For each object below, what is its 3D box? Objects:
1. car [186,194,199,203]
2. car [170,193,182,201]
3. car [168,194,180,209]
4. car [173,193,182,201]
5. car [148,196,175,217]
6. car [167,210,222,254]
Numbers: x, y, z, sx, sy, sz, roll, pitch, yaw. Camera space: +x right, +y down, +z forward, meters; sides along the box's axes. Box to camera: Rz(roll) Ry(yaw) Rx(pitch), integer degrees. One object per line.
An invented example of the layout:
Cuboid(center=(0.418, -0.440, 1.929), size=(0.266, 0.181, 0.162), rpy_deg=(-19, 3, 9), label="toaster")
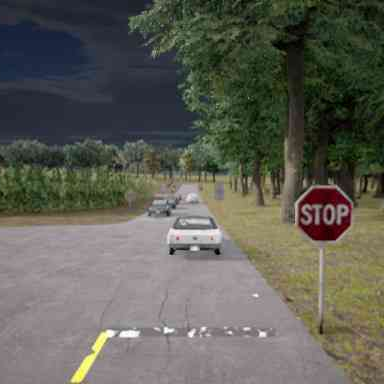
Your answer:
Cuboid(center=(0.077, 0.965, 52.332), size=(1.812, 1.442, 4.674), rpy_deg=(0, 1, 0), label="car")
Cuboid(center=(-2.820, 0.858, 58.946), size=(1.994, 1.385, 4.181), rpy_deg=(0, 1, 0), label="car")
Cuboid(center=(-2.860, 1.278, 39.355), size=(1.994, 1.385, 4.181), rpy_deg=(0, 1, 0), label="car")
Cuboid(center=(-2.858, 1.116, 48.927), size=(1.895, 1.301, 4.718), rpy_deg=(0, 1, 0), label="car")
Cuboid(center=(-2.862, 1.383, 30.287), size=(1.812, 1.442, 4.674), rpy_deg=(0, 1, 0), label="car")
Cuboid(center=(0.098, 1.593, 13.442), size=(1.895, 1.301, 4.718), rpy_deg=(0, 0, 0), label="car")
